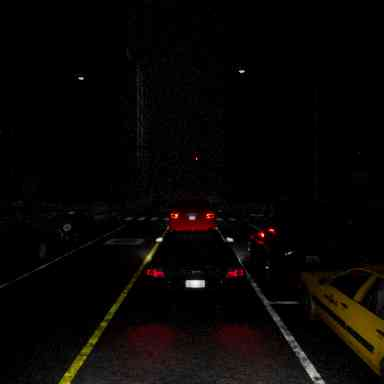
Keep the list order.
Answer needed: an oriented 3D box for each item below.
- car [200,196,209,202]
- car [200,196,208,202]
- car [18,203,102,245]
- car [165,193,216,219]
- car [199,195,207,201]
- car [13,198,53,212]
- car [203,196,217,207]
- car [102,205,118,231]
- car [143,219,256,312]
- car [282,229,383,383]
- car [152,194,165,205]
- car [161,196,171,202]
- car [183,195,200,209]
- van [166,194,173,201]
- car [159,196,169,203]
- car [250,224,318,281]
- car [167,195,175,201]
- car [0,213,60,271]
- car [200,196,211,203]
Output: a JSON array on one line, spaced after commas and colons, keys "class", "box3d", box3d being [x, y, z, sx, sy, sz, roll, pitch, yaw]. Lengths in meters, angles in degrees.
[{"class": "car", "box3d": [2.807, 1.568, 74.292, 1.887, 1.381, 4.507, 0, 0, 0]}, {"class": "car", "box3d": [2.810, 1.571, 79.730, 1.887, 1.381, 4.507, 0, 0, 0]}, {"class": "car", "box3d": [-5.755, 1.441, 15.120, 1.967, 1.590, 4.097, 0, 0, 0]}, {"class": "car", "box3d": [0.014, 1.222, 17.209, 2.150, 2.045, 5.566, 0, 0, 0]}, {"class": "car", "box3d": [2.814, 1.556, 85.337, 1.752, 1.417, 4.829, 0, 0, 0]}, {"class": "car", "box3d": [-14.823, 1.265, 31.947, 4.674, 1.442, 1.812, 1, 0, 2]}, {"class": "car", "box3d": [2.794, 1.451, 52.542, 1.967, 1.590, 4.097, 0, 0, 0]}, {"class": "car", "box3d": [-5.751, 1.527, 20.407, 1.752, 1.417, 4.829, 0, 0, 0]}, {"class": "car", "box3d": [0.064, 1.564, 7.789, 1.994, 1.385, 4.181, 0, 0, 0]}, {"class": "car", "box3d": [2.764, 1.525, 4.373, 1.752, 1.417, 4.829, 0, 0, 0]}, {"class": "car", "box3d": [-5.728, 1.329, 57.985, 2.192, 1.841, 5.009, 0, 0, 0]}, {"class": "car", "box3d": [-5.718, 1.548, 74.127, 1.752, 1.417, 4.829, 0, 0, 0]}, {"class": "car", "box3d": [-0.015, 1.359, 45.065, 2.097, 1.767, 4.553, 0, 0, 3]}, {"class": "van", "box3d": [-5.712, 1.371, 85.173, 1.690, 1.788, 3.998, 0, 0, 0]}, {"class": "car", "box3d": [-5.721, 1.601, 68.860, 1.802, 1.307, 4.206, 0, 0, 0]}, {"class": "car", "box3d": [2.767, 1.566, 9.659, 1.947, 1.339, 4.313, 0, 0, 0]}, {"class": "car", "box3d": [-5.708, 1.585, 90.610, 2.008, 1.369, 4.403, 0, 0, 0]}, {"class": "car", "box3d": [-5.758, 1.545, 9.663, 1.887, 1.381, 4.507, 0, 0, 0]}, {"class": "car", "box3d": [2.804, 1.570, 68.854, 2.008, 1.369, 4.403, 0, 0, 0]}]
